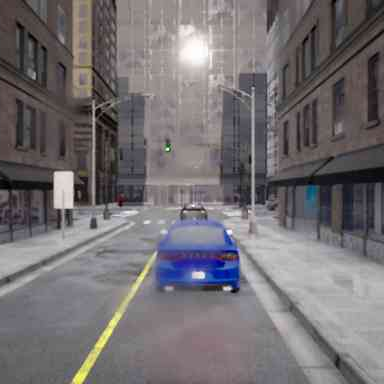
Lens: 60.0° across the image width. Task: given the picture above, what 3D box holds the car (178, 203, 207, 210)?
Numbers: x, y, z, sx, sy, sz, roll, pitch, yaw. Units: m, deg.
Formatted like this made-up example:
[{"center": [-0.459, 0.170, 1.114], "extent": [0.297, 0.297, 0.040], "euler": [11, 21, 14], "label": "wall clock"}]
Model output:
[{"center": [0.048, 1.499, 23.843], "extent": [2.128, 1.511, 4.902], "euler": [0, 0, -2], "label": "car"}]

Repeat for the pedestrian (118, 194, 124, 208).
[{"center": [-9.477, 1.180, 44.291], "extent": [0.375, 1.860, 0.375], "euler": [0, 1, 0], "label": "pedestrian"}]

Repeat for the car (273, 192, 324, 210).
[{"center": [12.762, 1.096, 40.109], "extent": [5.566, 2.045, 2.150], "euler": [0, 0, 0], "label": "car"}]

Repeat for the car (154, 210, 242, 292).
[{"center": [0.133, 1.481, 8.990], "extent": [1.882, 1.535, 5.008], "euler": [0, 0, 0], "label": "car"}]

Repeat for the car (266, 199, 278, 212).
[{"center": [10.538, 1.258, 36.862], "extent": [4.553, 1.767, 2.097], "euler": [0, 0, 0], "label": "car"}]
